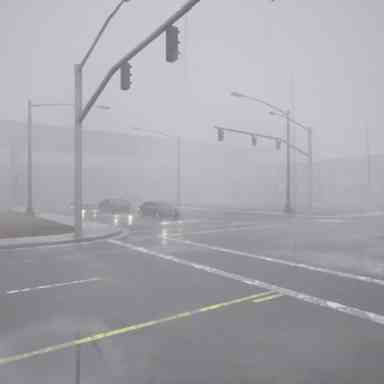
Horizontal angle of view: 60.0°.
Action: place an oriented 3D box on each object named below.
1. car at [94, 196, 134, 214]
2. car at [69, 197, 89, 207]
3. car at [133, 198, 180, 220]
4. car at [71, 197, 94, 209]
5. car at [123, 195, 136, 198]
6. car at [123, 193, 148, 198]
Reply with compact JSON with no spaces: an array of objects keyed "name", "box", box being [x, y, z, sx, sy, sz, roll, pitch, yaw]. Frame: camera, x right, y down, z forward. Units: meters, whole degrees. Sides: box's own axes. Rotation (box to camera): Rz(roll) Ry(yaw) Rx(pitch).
[{"name":"car","box":[-8.481,1.478,35.987,1.882,1.535,5.008,0,0,-36]},{"name":"car","box":[-18.322,1.547,54.154,2.033,1.411,5.357,0,0,-8]},{"name":"car","box":[-2.903,1.505,28.414,1.837,1.490,4.892,0,0,-36]},{"name":"car","box":[-14.279,1.526,44.276,1.812,1.442,4.674,0,0,-32]},{"name":"car","box":[-9.506,1.526,43.651,1.812,1.442,4.674,0,0,-35]},{"name":"car","box":[-12.206,1.223,69.422,2.150,2.045,5.566,0,0,30]}]
